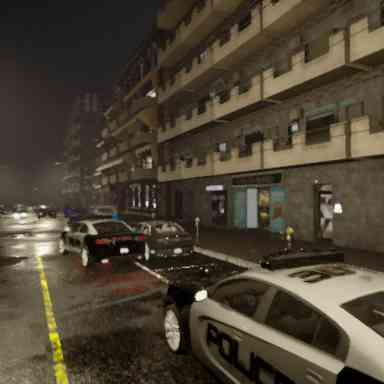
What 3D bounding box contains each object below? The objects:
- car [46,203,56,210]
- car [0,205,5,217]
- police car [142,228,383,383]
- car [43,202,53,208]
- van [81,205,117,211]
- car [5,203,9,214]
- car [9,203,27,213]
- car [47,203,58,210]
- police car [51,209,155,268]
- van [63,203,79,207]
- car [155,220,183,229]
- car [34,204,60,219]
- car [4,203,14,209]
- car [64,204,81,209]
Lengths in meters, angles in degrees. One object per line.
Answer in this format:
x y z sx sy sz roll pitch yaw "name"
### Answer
-30.937 3.050 72.773 1.752 1.417 4.829 0 -1 -26 "car"
-23.667 2.273 39.215 1.967 1.590 4.097 0 -1 -26 "car"
1.190 1.497 3.886 1.930 1.638 5.238 0 -1 -26 "police car"
-35.763 3.287 82.516 1.887 1.381 4.507 0 -1 -26 "car"
-6.354 1.800 23.143 1.690 1.788 3.998 0 -1 -26 "van"
-28.568 2.610 49.109 1.947 1.339 4.313 0 -1 -26 "car"
-27.698 2.617 53.423 2.128 1.511 4.902 0 -1 -26 "car"
-28.485 2.940 67.824 1.752 1.417 4.829 0 -1 -26 "car"
-3.595 1.674 12.561 1.930 1.638 5.238 0 -1 -35 "police car"
-13.706 2.113 37.986 1.690 1.788 3.998 0 -1 -26 "van"
-1.451 1.805 13.243 2.008 1.369 4.403 0 -1 -26 "car"
-16.388 2.373 37.458 1.895 1.301 4.718 0 -1 -26 "car"
-43.273 3.264 78.798 1.947 1.339 4.313 0 -1 -26 "car"
-11.254 2.212 33.035 1.887 1.381 4.507 0 -1 -26 "car"
